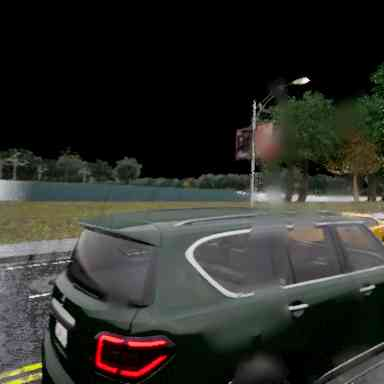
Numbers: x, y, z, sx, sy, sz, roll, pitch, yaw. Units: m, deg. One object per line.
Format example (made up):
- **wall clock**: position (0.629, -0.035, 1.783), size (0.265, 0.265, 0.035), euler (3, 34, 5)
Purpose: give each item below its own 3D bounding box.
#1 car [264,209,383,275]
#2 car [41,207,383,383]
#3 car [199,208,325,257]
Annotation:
- **car**: position (4.832, 1.442, 11.124), size (5.008, 1.535, 1.882), euler (0, 0, -35)
- **car**: position (1.125, 1.211, 4.239), size (5.566, 2.045, 2.150), euler (0, 0, -36)
- **car**: position (3.035, 1.511, 13.835), size (5.357, 1.411, 2.033), euler (0, 0, -36)
